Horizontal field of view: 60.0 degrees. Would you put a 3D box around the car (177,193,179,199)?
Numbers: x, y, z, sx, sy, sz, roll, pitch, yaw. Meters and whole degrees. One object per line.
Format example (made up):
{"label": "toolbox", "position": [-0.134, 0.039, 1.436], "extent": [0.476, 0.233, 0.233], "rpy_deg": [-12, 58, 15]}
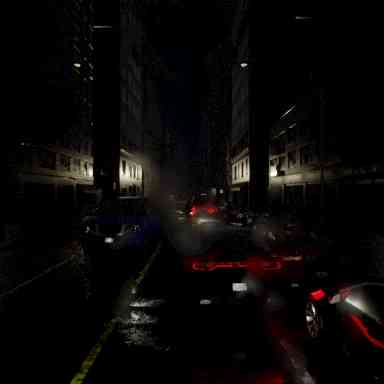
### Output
{"label": "car", "position": [-5.166, 1.564, 85.954], "extent": [1.887, 1.381, 4.507], "rpy_deg": [0, 0, 0]}

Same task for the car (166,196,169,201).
{"label": "car", "position": [-5.251, 1.564, 53.191], "extent": [2.008, 1.369, 4.403], "rpy_deg": [0, 0, 0]}

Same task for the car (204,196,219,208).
{"label": "car", "position": [2.760, 1.452, 47.660], "extent": [1.967, 1.590, 4.097], "rpy_deg": [0, 0, 0]}

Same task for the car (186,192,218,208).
{"label": "car", "position": [0.887, 1.230, 24.242], "extent": [2.150, 2.045, 5.566], "rpy_deg": [0, 0, 0]}

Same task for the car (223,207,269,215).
{"label": "car", "position": [2.674, 1.553, 14.546], "extent": [2.008, 1.369, 4.403], "rpy_deg": [0, 0, 0]}

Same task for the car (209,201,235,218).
{"label": "car", "position": [2.717, 1.558, 31.104], "extent": [2.008, 1.369, 4.403], "rpy_deg": [0, 0, 0]}

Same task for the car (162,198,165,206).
{"label": "car", "position": [-5.266, 1.537, 47.502], "extent": [1.752, 1.417, 4.829], "rpy_deg": [0, 0, 0]}

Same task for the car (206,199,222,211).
{"label": "car", "position": [2.745, 1.592, 42.141], "extent": [1.802, 1.307, 4.206], "rpy_deg": [0, 0, 0]}

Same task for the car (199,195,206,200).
{"label": "car", "position": [2.874, 1.603, 91.622], "extent": [1.802, 1.307, 4.206], "rpy_deg": [0, 0, 0]}

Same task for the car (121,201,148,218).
{"label": "car", "position": [-5.308, 1.589, 31.117], "extent": [1.802, 1.307, 4.206], "rpy_deg": [0, 0, 0]}

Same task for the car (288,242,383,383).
{"label": "car", "position": [2.645, 1.566, 3.509], "extent": [1.947, 1.339, 4.313], "rpy_deg": [0, 0, 0]}

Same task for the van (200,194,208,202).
{"label": "van", "position": [2.844, 1.360, 80.260], "extent": [1.690, 1.788, 3.998], "rpy_deg": [0, 0, 0]}

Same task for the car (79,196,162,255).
{"label": "car", "position": [-2.713, 1.223, 13.678], "extent": [2.150, 2.045, 5.566], "rpy_deg": [0, 0, 0]}

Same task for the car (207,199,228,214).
{"label": "car", "position": [2.731, 1.559, 36.622], "extent": [2.008, 1.369, 4.403], "rpy_deg": [0, 0, 0]}

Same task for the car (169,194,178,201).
{"label": "car", "position": [-5.181, 1.569, 80.272], "extent": [2.008, 1.369, 4.403], "rpy_deg": [0, 0, 0]}

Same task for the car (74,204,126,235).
{"label": "car", "position": [-5.333, 1.529, 19.912], "extent": [1.752, 1.417, 4.829], "rpy_deg": [0, 0, 0]}

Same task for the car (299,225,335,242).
{"label": "car", "position": [2.660, 1.546, 9.027], "extent": [1.887, 1.381, 4.507], "rpy_deg": [0, 0, 0]}

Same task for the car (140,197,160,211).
{"label": "car", "position": [-5.280, 1.450, 42.155], "extent": [1.967, 1.590, 4.097], "rpy_deg": [0, 0, 0]}

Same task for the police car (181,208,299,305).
{"label": "police car", "position": [0.747, 1.426, 8.298], "extent": [1.930, 1.638, 5.238], "rpy_deg": [0, 0, -2]}

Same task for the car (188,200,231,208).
{"label": "car", "position": [0.855, 1.460, 18.405], "extent": [1.801, 1.575, 5.366], "rpy_deg": [0, 0, 0]}

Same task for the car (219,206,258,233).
{"label": "car", "position": [2.688, 1.586, 20.066], "extent": [1.802, 1.307, 4.206], "rpy_deg": [0, 0, 0]}

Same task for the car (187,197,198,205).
{"label": "car", "position": [0.152, 1.615, 58.945], "extent": [1.895, 1.301, 4.718], "rpy_deg": [0, 0, 0]}

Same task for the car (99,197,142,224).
{"label": "car", "position": [-5.323, 1.320, 25.599], "extent": [2.192, 1.841, 5.009], "rpy_deg": [0, 0, 0]}
